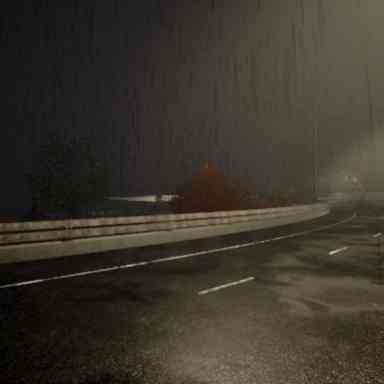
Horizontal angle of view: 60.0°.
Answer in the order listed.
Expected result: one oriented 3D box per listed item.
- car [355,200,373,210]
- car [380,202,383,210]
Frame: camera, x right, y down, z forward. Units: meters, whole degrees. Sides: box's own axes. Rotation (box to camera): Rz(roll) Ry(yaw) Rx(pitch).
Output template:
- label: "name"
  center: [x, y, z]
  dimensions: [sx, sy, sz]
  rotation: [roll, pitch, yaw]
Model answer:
- label: "car"
  center: [25.986, 1.974, 50.414]
  dimensions: [1.812, 1.442, 4.674]
  rotation: [0, 0, 20]
- label: "car"
  center: [29.525, 2.070, 49.759]
  dimensions: [1.895, 1.301, 4.718]
  rotation: [0, 0, 19]
